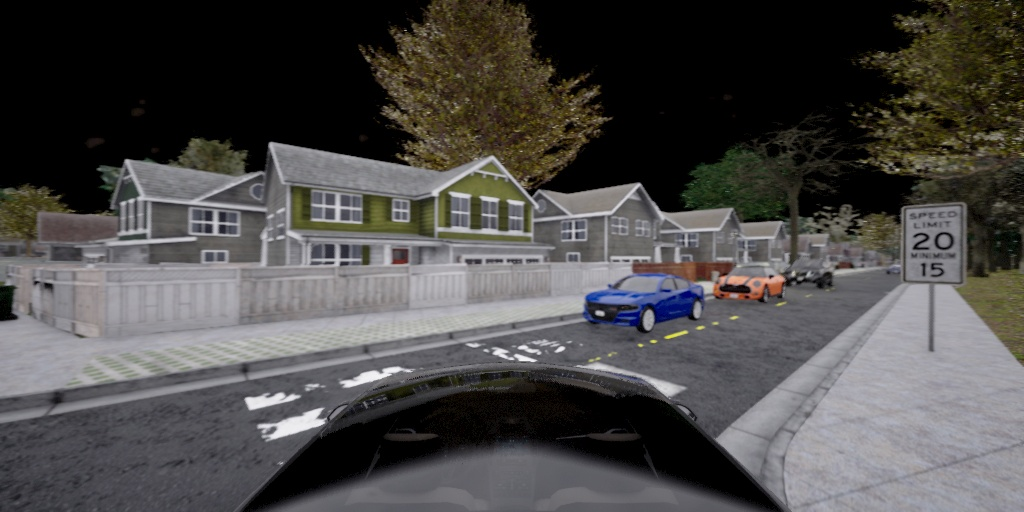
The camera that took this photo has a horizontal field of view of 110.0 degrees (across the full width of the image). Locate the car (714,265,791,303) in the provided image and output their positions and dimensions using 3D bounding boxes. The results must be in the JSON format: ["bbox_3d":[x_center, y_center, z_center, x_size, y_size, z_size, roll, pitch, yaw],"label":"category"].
[{"bbox_3d":[11.823,1.257,17.800,4.553,1.767,2.097,1,0,-41],"label":"car"}]

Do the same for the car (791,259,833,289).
[{"bbox_3d":[22.045,1.248,26.576,5.566,2.045,2.150,1,0,-40],"label":"car"}]

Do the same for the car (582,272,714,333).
[{"bbox_3d":[4.268,1.296,11.297,5.008,1.535,1.882,1,0,-41],"label":"car"}]
